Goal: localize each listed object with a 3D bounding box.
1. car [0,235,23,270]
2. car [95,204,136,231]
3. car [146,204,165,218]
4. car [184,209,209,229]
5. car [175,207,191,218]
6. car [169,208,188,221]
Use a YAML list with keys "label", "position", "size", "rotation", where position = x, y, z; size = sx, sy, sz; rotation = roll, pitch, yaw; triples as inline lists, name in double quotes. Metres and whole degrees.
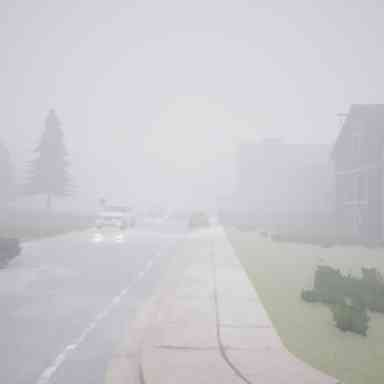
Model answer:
- label: "car"
  position: [-7.054, 1.766, 9.517]
  size: [2.033, 1.411, 5.357]
  rotation: [1, -2, 3]
- label: "car"
  position: [-6.159, 2.005, 27.467]
  size: [2.150, 2.045, 5.566]
  rotation: [1, -2, 3]
- label: "car"
  position: [-5.085, 2.712, 47.261]
  size: [2.150, 2.045, 5.566]
  rotation: [1, -2, 3]
- label: "car"
  position: [0.549, 2.489, 30.239]
  size: [1.816, 1.474, 4.193]
  rotation: [-4, -2, 0]
- label: "car"
  position: [-1.323, 3.213, 52.602]
  size: [2.033, 1.411, 5.357]
  rotation: [1, -2, 3]
- label: "car"
  position: [-1.758, 2.921, 42.760]
  size: [1.994, 1.385, 4.181]
  rotation: [1, -2, 3]
